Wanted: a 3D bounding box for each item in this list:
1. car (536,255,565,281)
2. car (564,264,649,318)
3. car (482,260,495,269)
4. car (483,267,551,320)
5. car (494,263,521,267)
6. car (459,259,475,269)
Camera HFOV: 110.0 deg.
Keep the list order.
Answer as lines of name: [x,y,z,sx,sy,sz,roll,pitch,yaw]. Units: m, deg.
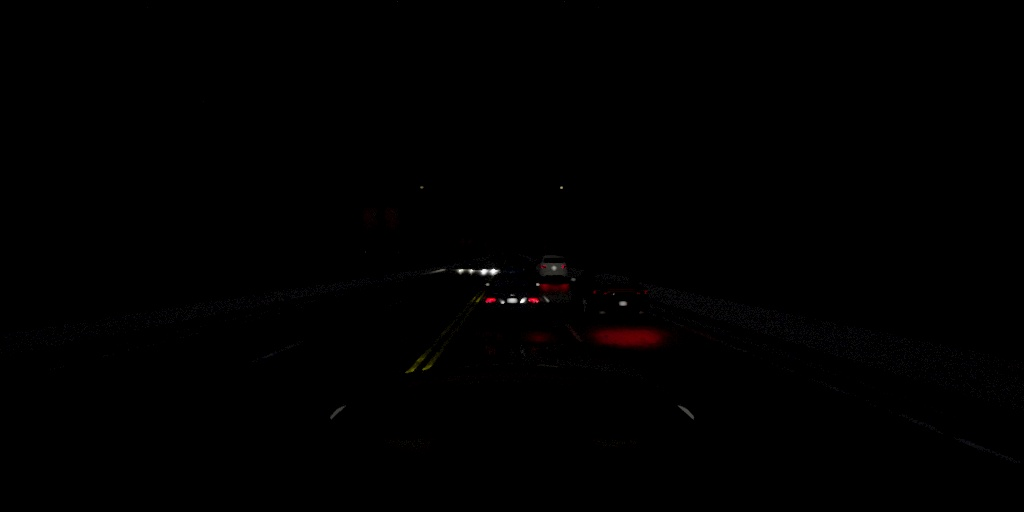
car: [3.253,0.968,30.198,2.150,2.045,5.566,0,0,0]
car: [3.276,1.230,12.989,1.882,1.535,5.008,0,0,0]
car: [-3.445,1.312,53.788,1.895,1.301,4.718,0,0,0]
car: [0.023,1.301,12.581,2.033,1.411,5.357,0,0,0]
car: [-0.011,1.294,27.563,2.033,1.411,5.357,0,0,0]
car: [-6.695,1.190,53.701,1.882,1.535,5.008,0,0,0]
